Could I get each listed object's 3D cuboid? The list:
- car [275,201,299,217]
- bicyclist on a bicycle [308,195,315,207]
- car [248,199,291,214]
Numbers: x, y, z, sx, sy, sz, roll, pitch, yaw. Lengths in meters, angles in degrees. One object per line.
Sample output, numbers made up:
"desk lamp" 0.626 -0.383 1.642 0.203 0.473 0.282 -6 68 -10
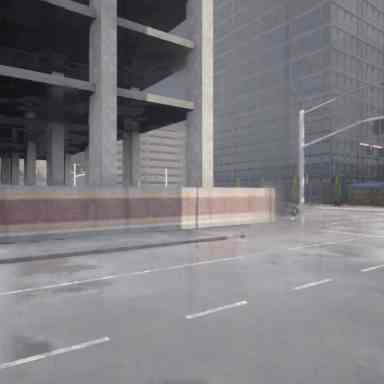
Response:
"car" 8.109 1.564 31.516 1.994 1.385 4.181 0 0 -36
"bicyclist on a bicycle" 16.586 1.301 46.203 1.656 1.620 0.582 0 0 -36
"car" 8.517 1.526 36.916 1.812 1.442 4.674 0 0 -36
